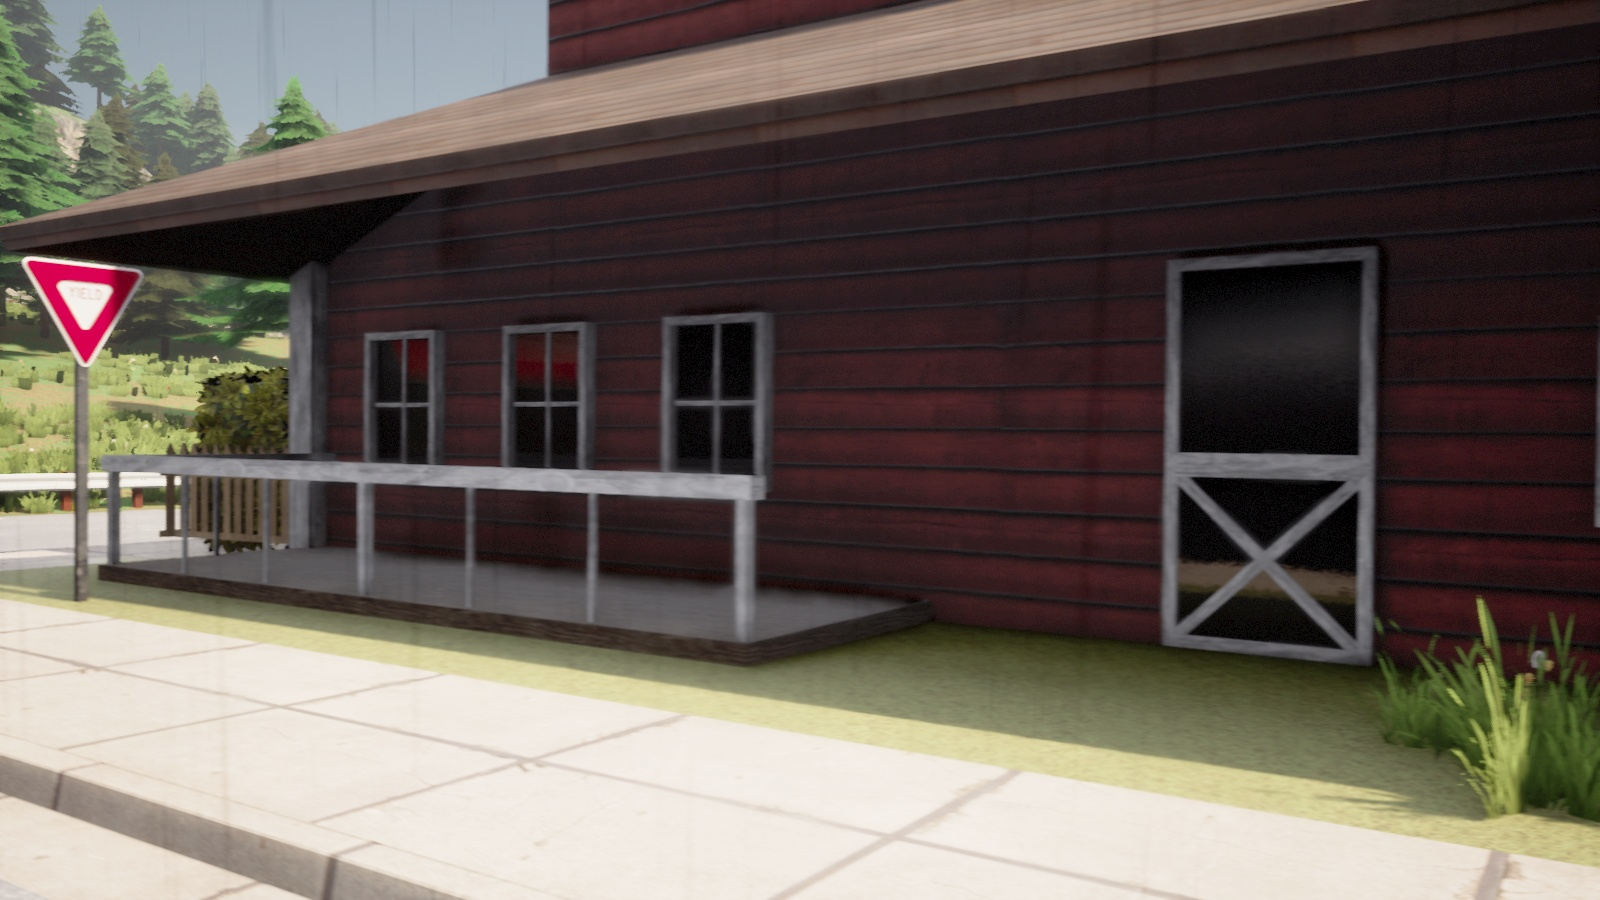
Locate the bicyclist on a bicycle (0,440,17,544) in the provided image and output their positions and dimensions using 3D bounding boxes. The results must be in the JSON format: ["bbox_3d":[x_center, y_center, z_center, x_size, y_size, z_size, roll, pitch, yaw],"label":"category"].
[{"bbox_3d":[-13.152,0.654,19.451,0.866,1.612,1.509,0,0,34],"label":"bicyclist on a bicycle"}]
